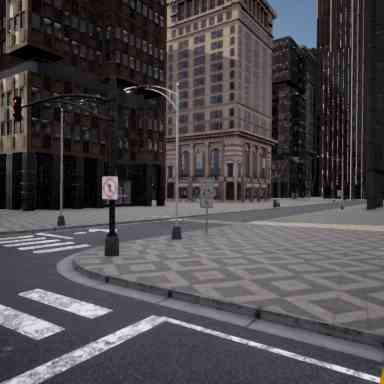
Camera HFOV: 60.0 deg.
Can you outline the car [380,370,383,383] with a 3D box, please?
[{"bbox_3d":[3.507,1.478,1.192,5.008,1.535,1.882,0,0,35],"label":"car"}]
